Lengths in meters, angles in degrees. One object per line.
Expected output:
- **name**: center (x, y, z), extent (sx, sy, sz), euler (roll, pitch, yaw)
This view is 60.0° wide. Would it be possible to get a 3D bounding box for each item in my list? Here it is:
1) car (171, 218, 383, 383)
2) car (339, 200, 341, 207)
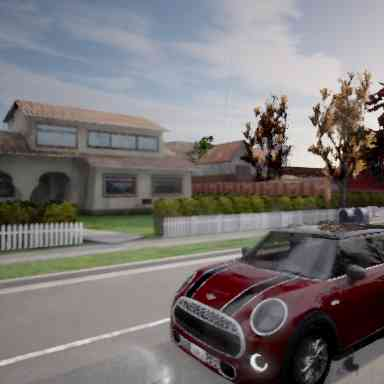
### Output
- **car**: center (1.903, 1.351, 5.351), extent (4.553, 1.767, 2.097), euler (0, 0, -36)
- **car**: center (16.594, 0.981, 41.461), extent (1.905, 1.878, 3.866), euler (0, 0, -35)
